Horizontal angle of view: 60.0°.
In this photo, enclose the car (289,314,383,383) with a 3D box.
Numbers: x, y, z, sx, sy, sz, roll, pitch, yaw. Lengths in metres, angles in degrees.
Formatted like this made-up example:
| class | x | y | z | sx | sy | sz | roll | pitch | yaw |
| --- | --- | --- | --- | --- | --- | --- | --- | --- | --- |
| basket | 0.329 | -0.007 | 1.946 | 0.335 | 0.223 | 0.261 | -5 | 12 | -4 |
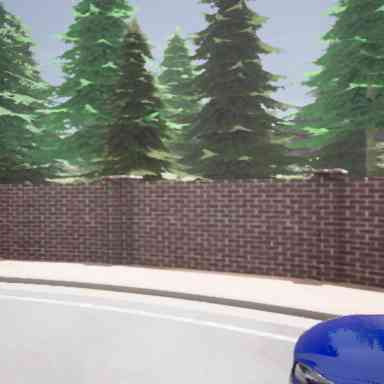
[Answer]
| class | x | y | z | sx | sy | sz | roll | pitch | yaw |
| --- | --- | --- | --- | --- | --- | --- | --- | --- | --- |
| car | 2.984 | 1.482 | 2.042 | 4.674 | 1.442 | 1.812 | 0 | 0 | 37 |
